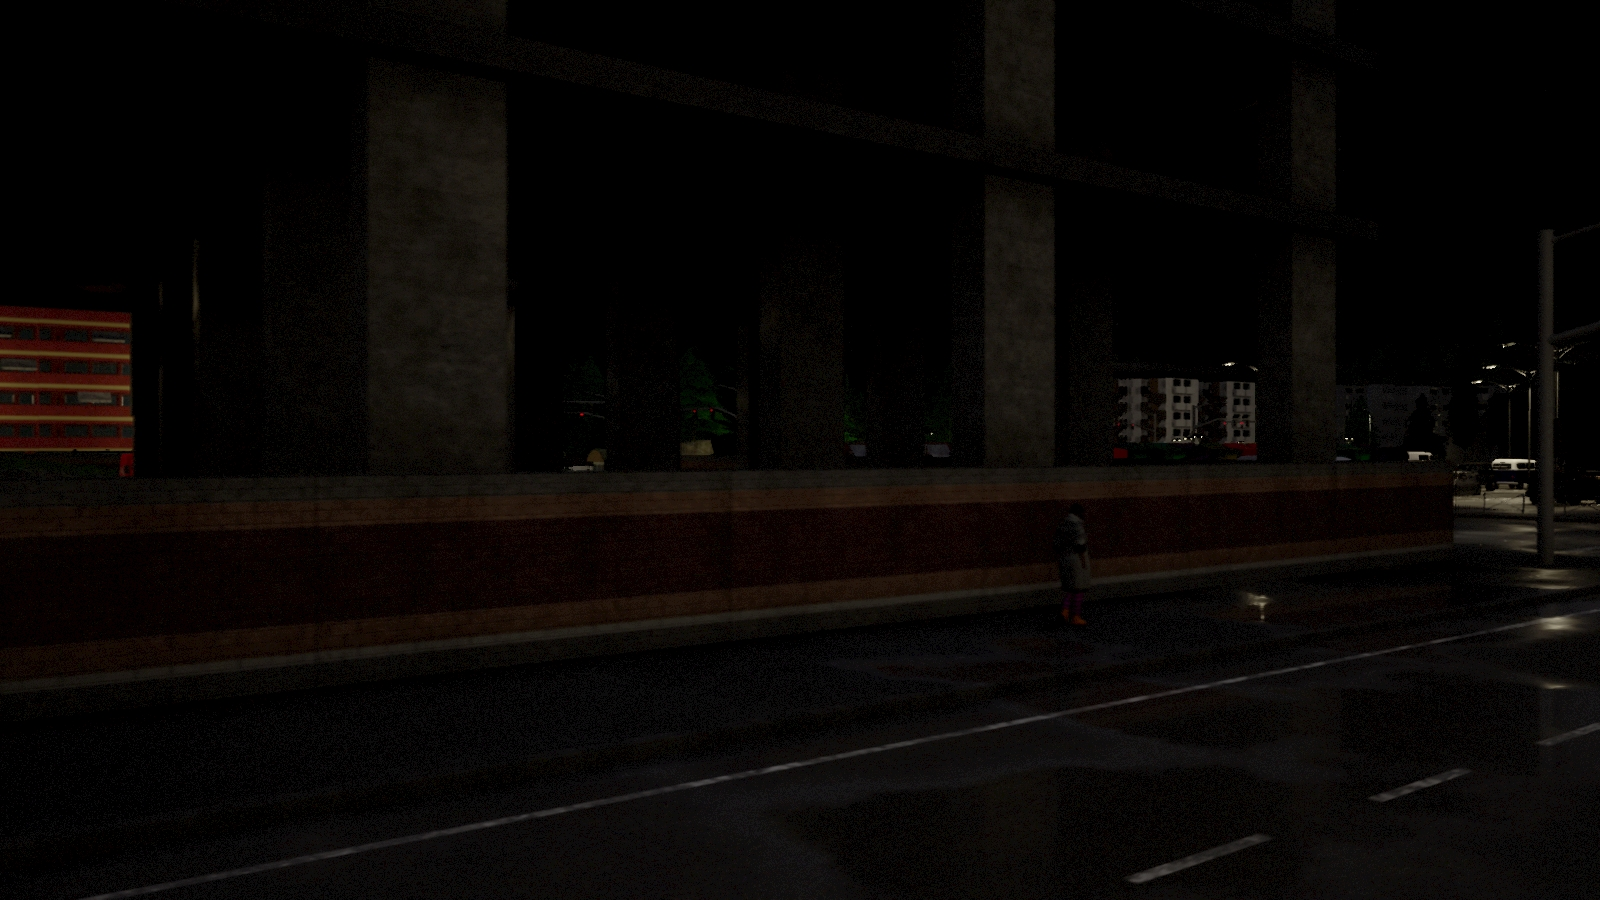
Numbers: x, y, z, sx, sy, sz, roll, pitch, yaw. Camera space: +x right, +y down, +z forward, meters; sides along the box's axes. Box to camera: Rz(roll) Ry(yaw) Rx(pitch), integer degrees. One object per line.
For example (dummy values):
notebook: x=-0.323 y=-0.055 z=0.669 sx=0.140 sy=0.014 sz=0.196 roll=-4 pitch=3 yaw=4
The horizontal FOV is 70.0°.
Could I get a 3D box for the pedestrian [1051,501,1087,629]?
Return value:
pedestrian: x=4.007 y=1.696 z=17.031 sx=0.375 sy=1.860 sz=0.375 roll=0 pitch=0 yaw=-32
